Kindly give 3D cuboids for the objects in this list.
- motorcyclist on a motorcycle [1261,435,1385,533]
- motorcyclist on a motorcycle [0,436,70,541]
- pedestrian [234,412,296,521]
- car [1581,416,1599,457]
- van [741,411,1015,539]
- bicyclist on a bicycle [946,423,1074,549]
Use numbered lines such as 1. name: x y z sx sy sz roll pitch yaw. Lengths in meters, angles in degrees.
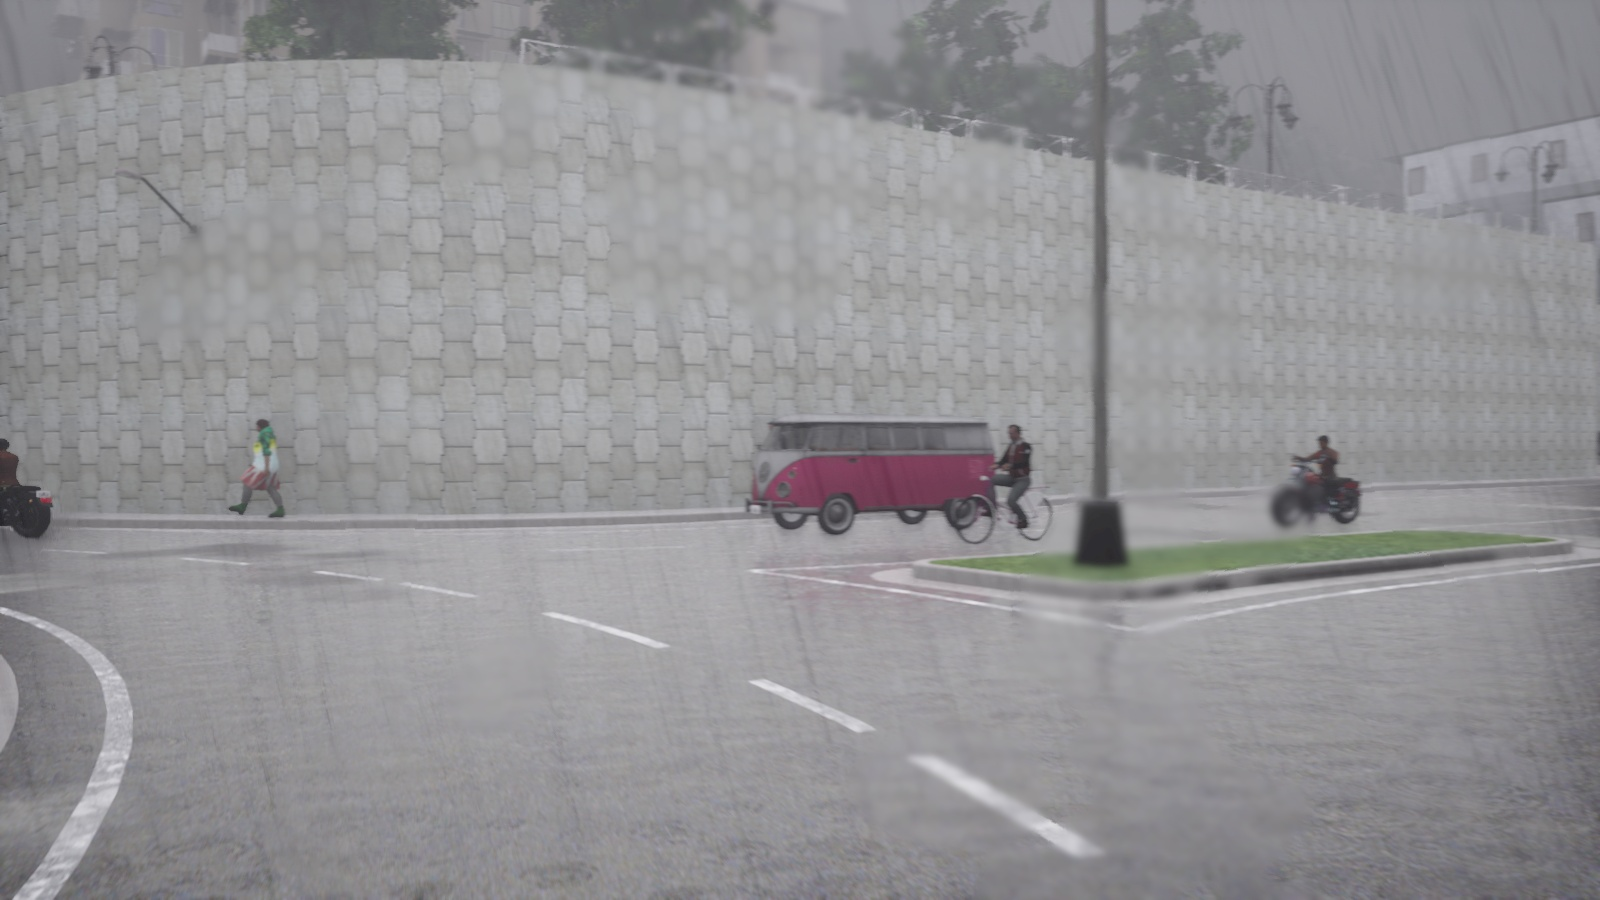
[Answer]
1. motorcyclist on a motorcycle: 9.211 0.558 22.070 2.350 1.649 0.766 0 0 -31
2. motorcyclist on a motorcycle: -13.043 0.600 20.302 2.350 1.649 0.766 0 1 18
3. pedestrian: -9.728 0.286 22.861 0.873 1.952 0.659 0 0 -5
4. car: 39.028 -0.442 57.898 1.932 1.855 4.605 0 6 -32
5. van: 1.374 0.375 21.473 4.442 1.987 1.775 0 0 -30
6. bicyclist on a bicycle: 3.089 0.508 18.429 1.843 1.776 0.659 0 0 -30
